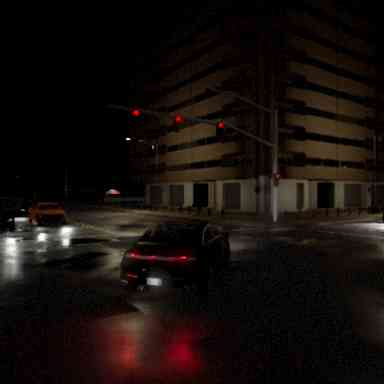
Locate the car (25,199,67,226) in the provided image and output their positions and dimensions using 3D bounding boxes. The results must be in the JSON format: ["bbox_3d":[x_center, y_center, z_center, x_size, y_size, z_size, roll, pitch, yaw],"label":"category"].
[{"bbox_3d":[-10.625,1.519,24.399,1.882,1.535,5.008,0,0,-35],"label":"car"}]

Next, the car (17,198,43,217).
[{"bbox_3d":[-16.038,1.554,32.202,1.837,1.490,4.892,0,0,-35],"label":"car"}]

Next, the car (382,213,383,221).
[{"bbox_3d":[15.305,1.500,23.540,4.181,1.385,1.994,0,0,-35],"label":"car"}]

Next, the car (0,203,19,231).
[{"bbox_3d":[-12.070,1.571,20.340,1.812,1.442,4.674,0,0,-35],"label":"car"}]

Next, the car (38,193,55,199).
[{"bbox_3d":[-25.857,1.280,58.941,2.150,2.045,5.566,0,0,-35],"label":"car"}]

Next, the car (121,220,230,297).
[{"bbox_3d":[-0.158,1.488,8.682,2.128,1.511,4.902,0,0,13],"label":"car"}]
